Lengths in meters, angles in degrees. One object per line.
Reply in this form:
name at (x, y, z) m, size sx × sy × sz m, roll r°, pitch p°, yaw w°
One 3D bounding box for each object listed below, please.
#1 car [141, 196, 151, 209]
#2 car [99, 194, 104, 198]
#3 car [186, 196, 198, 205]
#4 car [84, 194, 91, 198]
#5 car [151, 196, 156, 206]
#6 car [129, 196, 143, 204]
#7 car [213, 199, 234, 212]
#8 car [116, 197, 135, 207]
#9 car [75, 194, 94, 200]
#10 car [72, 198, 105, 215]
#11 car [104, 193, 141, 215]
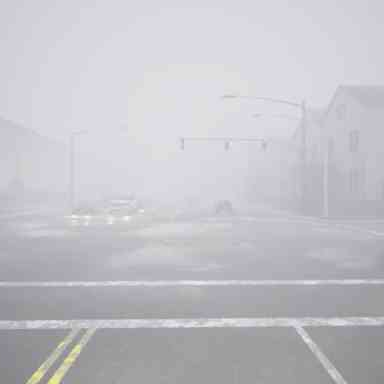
car at (-7.084, 1.491, 44.199) m, size 1.837 × 1.490 × 4.892 m, roll 0°, pitch 0°, yaw 0°
car at (-10.585, 1.208, 42.874) m, size 2.150 × 2.045 × 5.566 m, roll 0°, pitch 0°, yaw 0°
car at (0.020, 1.474, 58.605) m, size 2.128 × 1.511 × 4.902 m, roll 0°, pitch 0°, yaw 0°
car at (-28.151, 1.427, 84.337) m, size 2.038 × 1.542 × 4.974 m, roll 0°, pitch 0°, yaw -36°
car at (-7.070, 1.461, 54.587) m, size 1.882 × 1.535 × 5.008 m, roll 0°, pitch 0°, yaw 0°
car at (-10.523, 1.506, 63.202) m, size 1.812 × 1.442 × 4.674 m, roll 0°, pitch 0°, yaw 1°
car at (3.590, 1.514, 38.320) m, size 1.812 × 1.442 × 4.674 m, roll 0°, pitch 0°, yaw 0°
car at (-10.578, 1.531, 53.120) m, size 2.033 × 1.411 × 5.357 m, roll 0°, pitch 0°, yaw 0°
car at (-28.939, 1.425, 89.704) m, size 2.038 × 1.542 × 4.974 m, roll 0°, pitch 0°, yaw 29°
car at (-10.589, 1.554, 33.615) m, size 1.994 × 1.385 × 4.181 m, roll 0°, pitch 0°, yaw 0°
car at (-7.089, 1.211, 34.646) m, size 2.150 × 2.045 × 5.566 m, roll 0°, pitch 0°, yaw 0°
